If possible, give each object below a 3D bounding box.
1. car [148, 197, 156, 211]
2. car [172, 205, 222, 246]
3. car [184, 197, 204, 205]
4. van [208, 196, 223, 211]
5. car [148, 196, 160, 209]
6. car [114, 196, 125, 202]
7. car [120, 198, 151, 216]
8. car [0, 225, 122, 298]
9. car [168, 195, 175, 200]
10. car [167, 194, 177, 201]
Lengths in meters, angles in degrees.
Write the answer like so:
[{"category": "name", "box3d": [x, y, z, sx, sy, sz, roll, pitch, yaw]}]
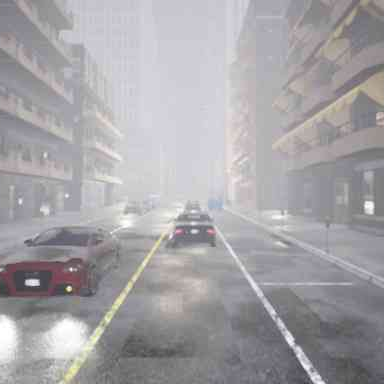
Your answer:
[{"category": "car", "box3d": [-5.644, 1.611, 38.864, 1.802, 1.307, 4.206, 1, 0, 0]}, {"category": "car", "box3d": [0.093, 1.559, 15.213, 2.033, 1.411, 5.357, 0, 0, 0]}, {"category": "car", "box3d": [0.099, 1.576, 37.925, 2.033, 1.411, 5.357, 0, 0, 0]}, {"category": "van", "box3d": [2.708, 1.370, 38.917, 1.690, 1.788, 3.998, 1, 0, 0]}, {"category": "car", "box3d": [-5.644, 1.599, 44.403, 1.947, 1.339, 4.313, 1, 0, 0]}, {"category": "car", "box3d": [-16.492, 1.551, 72.591, 4.097, 1.590, 1.967, 0, -1, 0]}, {"category": "car", "box3d": [-5.643, 1.576, 33.323, 2.008, 1.369, 4.403, 1, 0, 0]}, {"category": "car", "box3d": [-3.100, 1.571, 8.452, 1.994, 1.385, 4.181, 0, 0, 0]}, {"category": "car", "box3d": [-5.678, 1.650, 93.586, 1.802, 1.307, 4.206, 1, 0, 0]}, {"category": "car", "box3d": [-5.675, 1.504, 88.011, 1.967, 1.590, 4.097, 1, 0, 0]}]
